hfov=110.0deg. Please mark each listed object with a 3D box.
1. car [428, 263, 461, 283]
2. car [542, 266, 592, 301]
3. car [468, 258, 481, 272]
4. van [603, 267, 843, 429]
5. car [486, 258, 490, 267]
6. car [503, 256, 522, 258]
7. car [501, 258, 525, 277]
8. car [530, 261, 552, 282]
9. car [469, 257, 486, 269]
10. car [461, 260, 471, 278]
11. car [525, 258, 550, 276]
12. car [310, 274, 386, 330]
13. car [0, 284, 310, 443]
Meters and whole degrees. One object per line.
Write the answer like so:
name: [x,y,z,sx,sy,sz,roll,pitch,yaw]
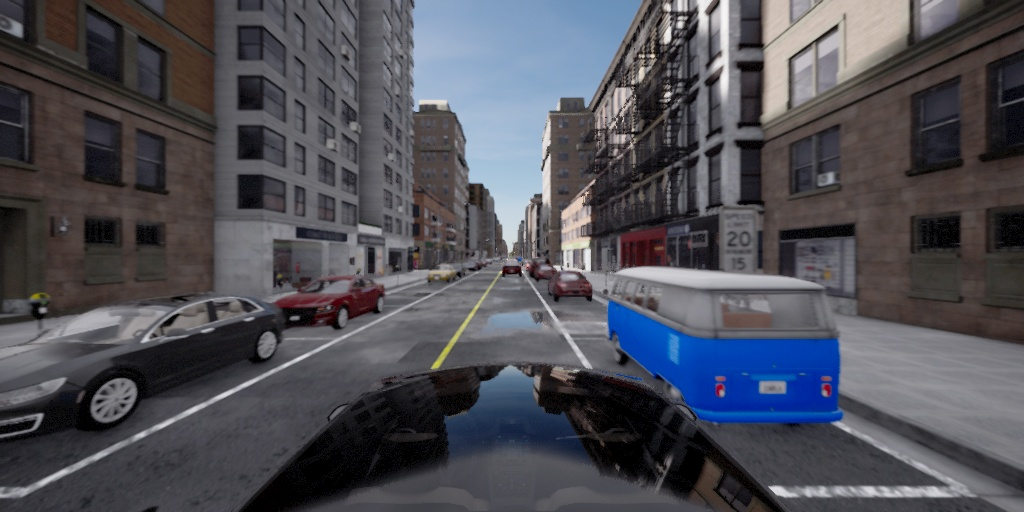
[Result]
car: [-5.386,1.266,28.026,1.751,1.417,4.829,0,0,0]
car: [2.638,1.330,16.838,1.802,1.307,4.207,0,0,0]
car: [-5.384,1.291,45.242,1.948,1.339,4.313,0,0,0]
van: [2.637,1.091,5.476,1.690,1.789,3.998,0,0,0]
car: [-5.382,1.150,62.287,1.967,1.591,4.097,0,0,0]
car: [0.040,1.200,49.187,1.882,1.535,5.008,0,0,1]
car: [0.006,1.213,35.450,1.882,1.535,5.008,0,0,0]
car: [2.639,1.324,28.202,1.802,1.307,4.207,0,0,0]
car: [-5.384,1.035,50.923,2.192,1.841,5.009,0,0,0]
car: [-5.385,1.301,33.878,1.948,1.339,4.313,0,0,0]
car: [2.640,1.052,33.883,2.192,1.841,5.009,0,0,0]
car: [-5.387,1.292,11.150,1.888,1.381,4.507,0,0,0]
car: [-5.388,1.299,5.468,2.007,1.370,4.403,0,0,0]
